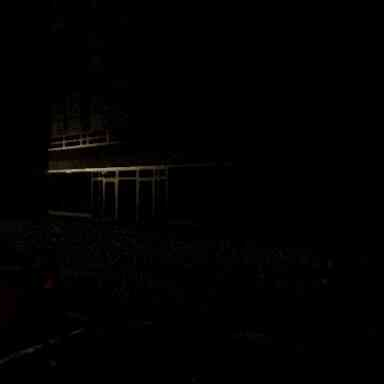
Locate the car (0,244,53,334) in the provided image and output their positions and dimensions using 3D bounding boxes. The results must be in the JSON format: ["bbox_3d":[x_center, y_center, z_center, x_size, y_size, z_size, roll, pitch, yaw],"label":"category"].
[{"bbox_3d":[-4.042,1.535,5.822,4.206,1.307,1.802,0,1,35],"label":"car"}]

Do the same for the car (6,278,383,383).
[{"bbox_3d":[0.555,1.575,2.560,4.206,1.307,1.802,0,1,35],"label":"car"}]
